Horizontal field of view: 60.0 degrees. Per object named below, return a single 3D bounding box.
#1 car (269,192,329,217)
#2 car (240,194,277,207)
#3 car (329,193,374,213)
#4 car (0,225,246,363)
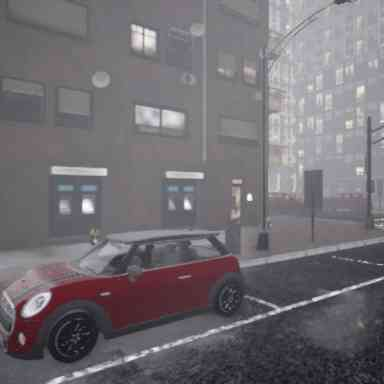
[{"bbox_3d":[7.833,0.978,26.714,2.192,1.841,5.009,1,0,-36],"label":"car"},{"bbox_3d":[8.055,1.030,40.665,1.947,1.339,4.313,1,0,-36],"label":"car"},{"bbox_3d":[14.578,0.985,31.685,2.192,1.841,5.009,1,0,-36],"label":"car"},{"bbox_3d":[-1.051,1.437,5.807,4.097,1.590,1.967,0,0,-35],"label":"car"}]
